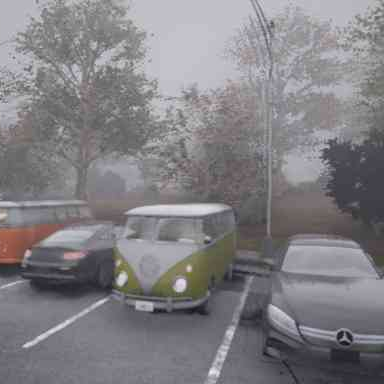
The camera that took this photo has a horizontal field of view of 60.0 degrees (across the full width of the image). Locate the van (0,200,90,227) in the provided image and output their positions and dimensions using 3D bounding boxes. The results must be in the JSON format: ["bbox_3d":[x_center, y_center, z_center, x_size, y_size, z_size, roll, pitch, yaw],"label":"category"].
[{"bbox_3d":[-4.895,1.260,11.062,1.878,1.987,4.442,0,-1,15],"label":"van"}]

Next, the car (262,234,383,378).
[{"bbox_3d":[2.267,1.526,5.815,2.002,1.452,4.674,1,-1,16],"label":"car"}]

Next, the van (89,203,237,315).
[{"bbox_3d":[-0.156,1.257,7.414,1.878,1.987,4.442,1,-1,16],"label":"van"}]

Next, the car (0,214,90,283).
[{"bbox_3d":[-2.534,1.522,9.234,2.002,1.452,4.674,0,-1,16],"label":"car"}]
